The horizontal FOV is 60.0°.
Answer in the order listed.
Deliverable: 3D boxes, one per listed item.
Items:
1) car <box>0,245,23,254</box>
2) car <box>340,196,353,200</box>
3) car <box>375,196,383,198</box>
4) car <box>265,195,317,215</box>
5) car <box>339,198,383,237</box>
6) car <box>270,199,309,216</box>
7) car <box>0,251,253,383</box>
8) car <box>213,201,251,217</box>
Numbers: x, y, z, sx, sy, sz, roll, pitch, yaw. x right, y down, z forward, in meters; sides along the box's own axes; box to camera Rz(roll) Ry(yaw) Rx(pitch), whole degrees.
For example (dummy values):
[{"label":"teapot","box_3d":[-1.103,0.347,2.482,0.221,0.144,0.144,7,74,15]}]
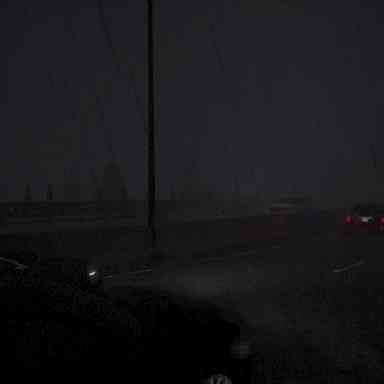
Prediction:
[{"label":"car","box_3d":[-3.937,1.491,5.418,4.902,1.511,2.128,0,0,-35]},{"label":"car","box_3d":[29.662,1.585,63.625,1.882,1.535,5.008,0,0,39]},{"label":"car","box_3d":[33.628,1.429,57.435,2.097,1.767,4.553,0,0,39]},{"label":"car","box_3d":[7.721,1.253,25.630,2.150,2.045,5.566,0,0,41]},{"label":"car","box_3d":[9.698,1.364,17.281,2.097,1.767,4.553,0,0,45]},{"label":"car","box_3d":[9.967,1.542,33.773,2.128,1.511,4.902,0,0,39]},{"label":"car","box_3d":[-1.669,1.478,2.749,5.008,1.535,1.882,0,0,-36]},{"label":"car","box_3d":[3.931,1.579,31.957,1.812,1.442,4.674,0,0,40]}]
